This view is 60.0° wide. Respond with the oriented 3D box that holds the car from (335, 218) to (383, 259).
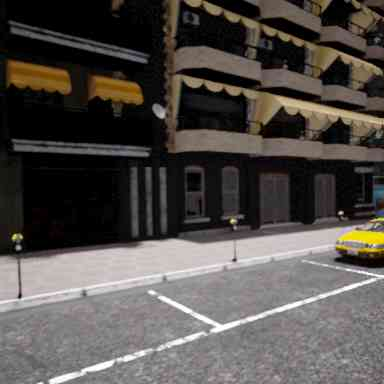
[{"bbox_3d":[6.797,1.466,11.424,4.829,1.417,1.752,0,-1,-35],"label":"car"}]
